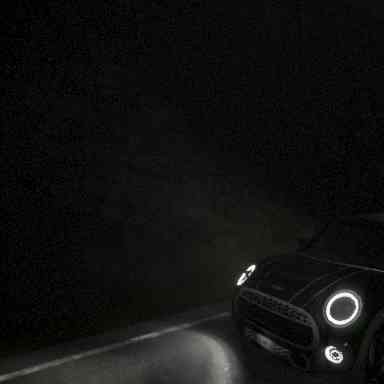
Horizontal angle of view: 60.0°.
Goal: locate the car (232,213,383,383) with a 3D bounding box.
[{"bbox_3d":[2.823,1.174,5.161,4.553,1.767,2.097,-2,2,-30],"label":"car"}]
